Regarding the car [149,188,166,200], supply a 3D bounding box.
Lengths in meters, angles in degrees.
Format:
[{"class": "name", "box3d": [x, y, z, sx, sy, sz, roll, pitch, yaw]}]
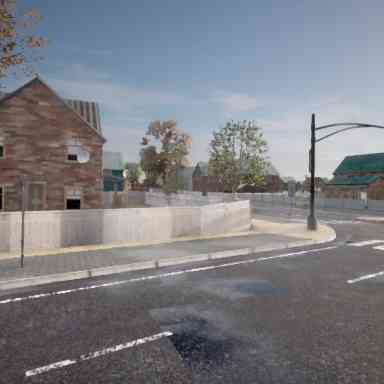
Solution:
[{"class": "car", "box3d": [-6.515, 0.336, 61.647, 2.150, 2.045, 5.566, 1, 1, -21]}]
